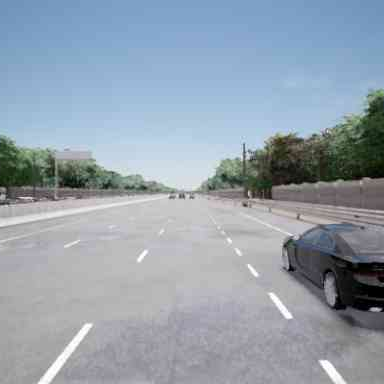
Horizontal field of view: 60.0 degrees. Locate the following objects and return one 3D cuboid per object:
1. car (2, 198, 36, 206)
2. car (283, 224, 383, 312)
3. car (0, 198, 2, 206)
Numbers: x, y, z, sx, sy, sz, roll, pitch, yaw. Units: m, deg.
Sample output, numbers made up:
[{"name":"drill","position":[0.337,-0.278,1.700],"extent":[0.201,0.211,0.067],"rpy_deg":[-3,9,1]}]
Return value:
[{"name":"car","position":[-20.997,1.585,41.221],"extent":[1.895,1.301,4.718],"rpy_deg":[0,0,0]},{"name":"car","position":[3.597,1.490,7.835],"extent":[1.882,1.535,5.008],"rpy_deg":[0,0,0]},{"name":"car","position":[-24.497,1.511,41.252],"extent":[2.128,1.511,4.902],"rpy_deg":[0,0,0]}]
